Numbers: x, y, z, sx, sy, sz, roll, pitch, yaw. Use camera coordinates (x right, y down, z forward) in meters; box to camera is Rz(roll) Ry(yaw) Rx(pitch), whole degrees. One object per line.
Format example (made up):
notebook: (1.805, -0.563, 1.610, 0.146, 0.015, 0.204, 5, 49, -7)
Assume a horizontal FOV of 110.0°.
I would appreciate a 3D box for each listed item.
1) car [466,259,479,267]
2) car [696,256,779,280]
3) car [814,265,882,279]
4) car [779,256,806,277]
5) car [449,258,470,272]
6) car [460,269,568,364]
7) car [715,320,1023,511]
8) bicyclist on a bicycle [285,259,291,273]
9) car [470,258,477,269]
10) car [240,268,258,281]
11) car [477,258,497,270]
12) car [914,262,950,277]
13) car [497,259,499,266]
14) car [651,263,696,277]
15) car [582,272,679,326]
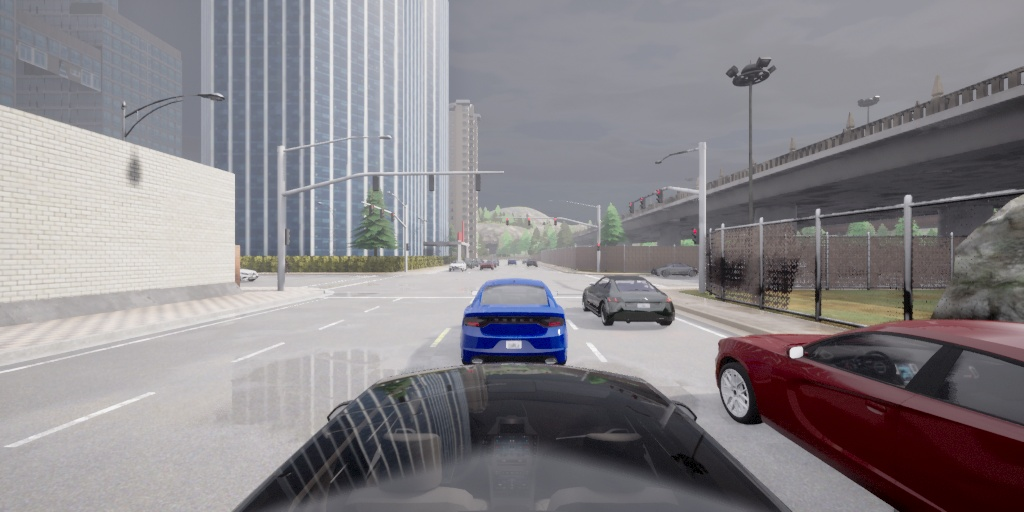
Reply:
car: (-7.051, 1.314, 64.776, 1.994, 1.385, 4.181, 0, 0, -1)
car: (19.999, 1.027, 31.980, 5.566, 2.045, 2.150, 0, 0, 0)
car: (29.777, 1.406, 31.998, 4.718, 1.301, 1.895, 0, 0, 0)
car: (25.926, 1.029, 35.493, 5.566, 2.045, 2.150, 0, 0, 0)
car: (-7.086, 1.276, 47.271, 1.812, 1.442, 4.674, 0, 0, 0)
car: (0.053, 1.228, 8.049, 1.882, 1.535, 5.008, 0, 0, 1)
car: (3.601, 1.228, 2.715, 1.882, 1.535, 5.008, 0, 0, 0)
bicyclist on a bicycle: (-25.296, 1.106, 40.175, 0.582, 1.620, 1.656, 0, 0, 0)
car: (-7.078, 1.102, 56.136, 2.097, 1.767, 4.553, 0, 0, 0)
car: (-22.634, 1.331, 28.218, 4.674, 1.442, 1.812, 0, 0, 0)
car: (-3.579, 1.351, 51.894, 1.895, 1.301, 4.718, 0, 0, 0)
car: (41.752, 1.331, 35.496, 4.674, 1.442, 1.812, 0, 0, 0)
car: (-3.566, 1.351, 61.058, 1.895, 1.301, 4.718, 0, 0, 0)
car: (16.021, 1.369, 35.475, 4.181, 1.385, 1.994, 0, 0, 0)
car: (3.576, 1.314, 11.709, 1.994, 1.385, 4.181, 0, 0, 0)
